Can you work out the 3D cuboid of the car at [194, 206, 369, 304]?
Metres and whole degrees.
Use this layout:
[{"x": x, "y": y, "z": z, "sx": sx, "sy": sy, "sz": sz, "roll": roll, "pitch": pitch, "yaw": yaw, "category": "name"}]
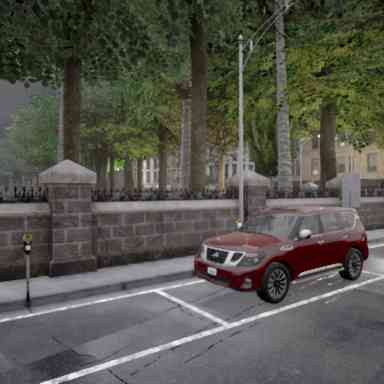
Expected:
[{"x": 2.449, "y": 1.310, "z": 8.330, "sx": 5.009, "sy": 1.841, "sz": 2.192, "roll": 0, "pitch": 0, "yaw": -36, "category": "car"}]
